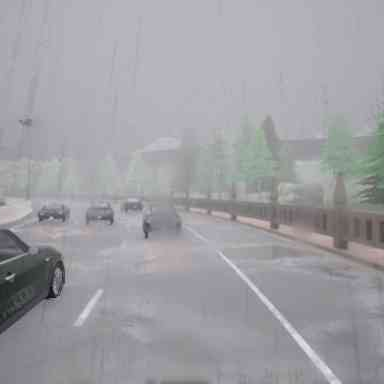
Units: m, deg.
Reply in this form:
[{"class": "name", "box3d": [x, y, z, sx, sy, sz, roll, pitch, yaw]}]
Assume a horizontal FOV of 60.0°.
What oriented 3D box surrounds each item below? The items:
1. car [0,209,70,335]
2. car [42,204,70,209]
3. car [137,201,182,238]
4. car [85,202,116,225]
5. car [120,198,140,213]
[{"class": "car", "box3d": [-3.770, 1.352, 5.519, 2.097, 1.767, 4.553, 0, 0, -3]}, {"class": "car", "box3d": [-10.647, 1.567, 25.930, 1.895, 1.301, 4.718, 0, 0, -15]}, {"class": "car", "box3d": [-1.670, 1.440, 17.542, 2.128, 1.511, 4.902, 0, 0, -9]}, {"class": "car", "box3d": [-6.569, 1.443, 23.990, 2.128, 1.511, 4.902, 0, 0, -13]}, {"class": "car", "box3d": [-6.631, 1.388, 36.194, 1.882, 1.535, 5.008, 0, 0, -20]}]
